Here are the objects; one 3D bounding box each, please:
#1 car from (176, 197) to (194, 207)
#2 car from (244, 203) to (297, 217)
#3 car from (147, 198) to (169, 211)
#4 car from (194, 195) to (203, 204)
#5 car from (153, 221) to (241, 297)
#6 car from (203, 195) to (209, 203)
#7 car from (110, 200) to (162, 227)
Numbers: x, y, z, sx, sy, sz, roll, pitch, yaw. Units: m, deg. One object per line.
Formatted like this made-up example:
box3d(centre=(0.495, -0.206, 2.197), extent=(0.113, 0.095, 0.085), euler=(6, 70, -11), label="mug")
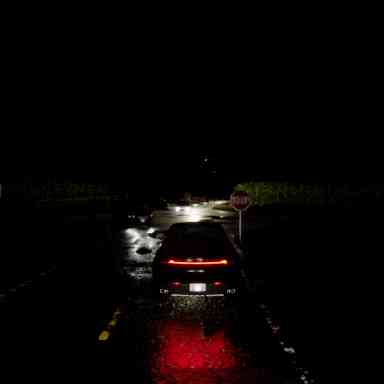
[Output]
box3d(centre=(-1.229, 1.624, 52.035), extent=(1.895, 1.301, 4.718), euler=(0, 0, 7), label="car")
box3d(centre=(7.335, 1.665, 31.509), extent=(4.718, 1.301, 1.895), euler=(0, 0, 5), label="car")
box3d(centre=(-4.527, 1.499, 38.596), extent=(2.128, 1.511, 4.902), euler=(1, 0, 27), label="car")
box3d(centre=(0.353, 1.599, 62.898), extent=(1.994, 1.385, 4.181), euler=(0, 0, 10), label="car")
box3d(centre=(0.096, 1.506, 8.533), extent=(1.837, 1.490, 4.892), euler=(0, 0, 0), label="car")
box3d(centre=(2.325, 1.410, 72.683), extent=(2.097, 1.767, 4.553), euler=(0, 0, 12), label="car")
box3d(centre=(-4.211, 1.487, 22.698), extent=(2.128, 1.511, 4.902), euler=(1, 0, -29), label="car")
